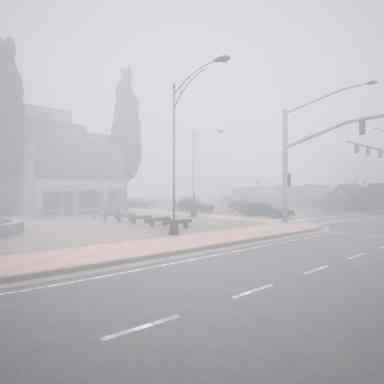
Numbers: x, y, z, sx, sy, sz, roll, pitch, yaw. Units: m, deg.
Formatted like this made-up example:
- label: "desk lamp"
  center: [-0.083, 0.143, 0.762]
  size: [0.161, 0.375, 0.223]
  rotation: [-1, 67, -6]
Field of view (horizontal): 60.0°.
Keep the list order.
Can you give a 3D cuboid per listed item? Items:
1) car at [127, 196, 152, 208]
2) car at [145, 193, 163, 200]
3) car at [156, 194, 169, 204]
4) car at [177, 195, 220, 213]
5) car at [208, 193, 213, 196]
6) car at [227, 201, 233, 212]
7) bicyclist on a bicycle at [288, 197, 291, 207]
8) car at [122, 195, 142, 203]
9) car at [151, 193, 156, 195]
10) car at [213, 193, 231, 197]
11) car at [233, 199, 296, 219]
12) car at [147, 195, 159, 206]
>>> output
- label: "car"
  center: [-8.071, 1.601, 47.265]
  size: [1.895, 1.301, 4.718]
  rotation: [0, 0, -40]
- label: "car"
  center: [-10.018, 1.153, 88.037]
  size: [4.605, 1.855, 1.932]
  rotation: [0, 0, -42]
- label: "car"
  center: [-6.065, 1.564, 61.442]
  size: [1.994, 1.385, 4.181]
  rotation: [0, 0, -40]
- label: "car"
  center: [0.397, 1.478, 37.253]
  size: [1.882, 1.535, 5.008]
  rotation: [0, 0, -40]
- label: "car"
  center: [0.034, 1.352, 43.100]
  size: [2.097, 1.767, 4.553]
  rotation: [0, 0, -40]
- label: "car"
  center: [5.977, 1.491, 36.072]
  size: [2.128, 1.511, 4.902]
  rotation: [0, 0, -40]
- label: "bicyclist on a bicycle"
  center: [12.890, 1.261, 44.827]
  size: [1.656, 1.620, 0.582]
  rotation: [-7, 4, -40]
- label: "car"
  center: [-12.514, 1.478, 68.999]
  size: [1.882, 1.535, 5.008]
  rotation: [0, 0, -40]
- label: "car"
  center: [-9.146, 1.491, 59.660]
  size: [2.128, 1.511, 4.902]
  rotation: [0, 0, -40]
- label: "car"
  center: [6.873, 1.395, 69.050]
  size: [3.806, 1.475, 1.970]
  rotation: [0, 0, -42]
- label: "car"
  center: [6.587, 1.547, 29.871]
  size: [2.033, 1.411, 5.357]
  rotation: [0, 0, -39]
- label: "car"
  center: [-7.695, 1.601, 52.255]
  size: [1.895, 1.301, 4.718]
  rotation: [0, 0, -40]
